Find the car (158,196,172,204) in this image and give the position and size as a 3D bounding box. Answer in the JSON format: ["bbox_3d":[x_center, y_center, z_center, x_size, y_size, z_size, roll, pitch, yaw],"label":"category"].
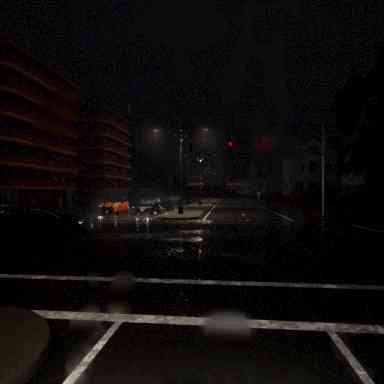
[{"bbox_3d":[-5.089,1.564,63.865,1.994,1.385,4.181,0,0,6],"label":"car"}]

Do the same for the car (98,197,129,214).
[{"bbox_3d":[-8.120,1.352,34.941,2.097,1.767,4.553,0,0,6],"label":"car"}]

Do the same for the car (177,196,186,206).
[{"bbox_3d":[-2.706,1.491,53.127,2.128,1.511,4.902,0,0,6],"label":"car"}]

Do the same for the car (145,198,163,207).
[{"bbox_3d":[-6.146,1.601,53.890,1.895,1.301,4.718,0,0,6],"label":"car"}]

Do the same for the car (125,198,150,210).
[{"bbox_3d":[-7.139,1.545,44.359,2.033,1.411,5.357,0,0,6],"label":"car"}]

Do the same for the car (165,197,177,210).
[{"bbox_3d":[-3.653,1.601,44.081,1.895,1.301,4.718,0,0,6],"label":"car"}]

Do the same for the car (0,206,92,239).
[{"bbox_3d":[-7.597,1.491,16.801,4.902,1.511,2.128,0,0,-7],"label":"car"}]

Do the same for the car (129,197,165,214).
[{"bbox_3d":[-4.605,1.491,34.871,2.128,1.511,4.902,0,0,6],"label":"car"}]

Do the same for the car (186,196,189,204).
[{"bbox_3d":[-1.657,1.505,63.030,1.837,1.490,4.892,0,0,7],"label":"car"}]
